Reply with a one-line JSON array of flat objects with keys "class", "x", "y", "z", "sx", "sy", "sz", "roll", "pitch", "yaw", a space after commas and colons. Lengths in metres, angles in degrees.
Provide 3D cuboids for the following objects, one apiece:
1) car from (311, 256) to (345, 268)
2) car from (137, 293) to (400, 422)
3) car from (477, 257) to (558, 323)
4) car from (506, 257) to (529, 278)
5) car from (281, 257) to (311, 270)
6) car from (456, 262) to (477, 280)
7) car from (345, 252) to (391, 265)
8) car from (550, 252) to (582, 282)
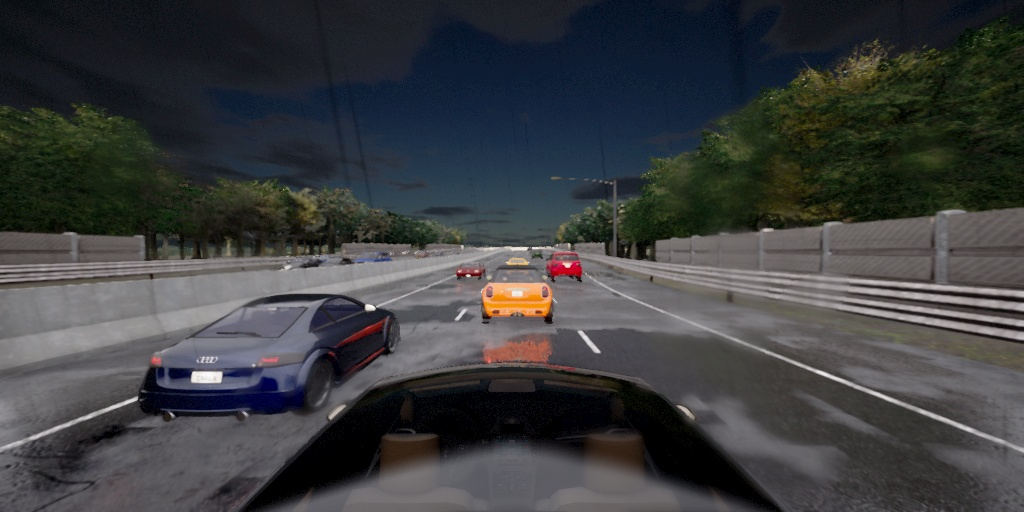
[{"class": "car", "x": -17.099, "y": 0.898, "z": 35.167, "sx": 1.837, "sy": 1.490, "sz": 4.892, "roll": 0, "pitch": 1, "yaw": 2}, {"class": "car", "x": -3.377, "y": 1.306, "z": 5.980, "sx": 1.994, "sy": 1.385, "sz": 4.181, "roll": 0, "pitch": 0, "yaw": 0}, {"class": "car", "x": 0.165, "y": 1.061, "z": 12.183, "sx": 2.097, "sy": 1.767, "sz": 4.553, "roll": 0, "pitch": 0, "yaw": 0}, {"class": "car", "x": 0.492, "y": 0.928, "z": 31.099, "sx": 1.882, "sy": 1.535, "sz": 5.008, "roll": 0, "pitch": 1, "yaw": 1}, {"class": "car", "x": -20.590, "y": 0.881, "z": 35.485, "sx": 2.128, "sy": 1.511, "sz": 4.902, "roll": 0, "pitch": 1, "yaw": 2}, {"class": "car", "x": -3.085, "y": 1.102, "z": 28.006, "sx": 1.895, "sy": 1.301, "sz": 4.718, "roll": 0, "pitch": 1, "yaw": 1}, {"class": "car", "x": -13.607, "y": 0.613, "z": 35.020, "sx": 2.150, "sy": 2.045, "sz": 5.566, "roll": 0, "pitch": 1, "yaw": 2}, {"class": "car", "x": 3.778, "y": 0.734, "z": 26.643, "sx": 2.150, "sy": 2.045, "sz": 5.566, "roll": 0, "pitch": 1, "yaw": 1}]
